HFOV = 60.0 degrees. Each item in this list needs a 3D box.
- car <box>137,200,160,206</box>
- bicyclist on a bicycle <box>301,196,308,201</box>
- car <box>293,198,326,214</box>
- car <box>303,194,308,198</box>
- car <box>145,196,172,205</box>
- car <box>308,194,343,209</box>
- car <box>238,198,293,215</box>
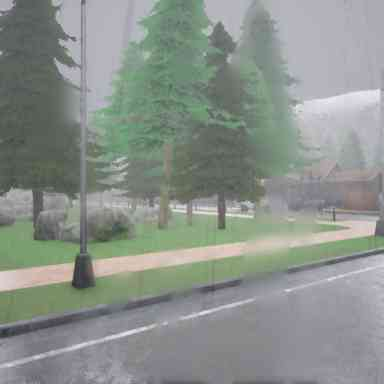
[{"bbox_3d":[-7.631,1.333,54.186,2.097,1.767,4.553,0,0,-40],"label":"car"},{"bbox_3d":[13.214,1.261,39.182,1.656,1.620,0.582,0,0,-37],"label":"bicyclist on a bicycle"},{"bbox_3d":[11.288,1.582,35.493,1.895,1.301,4.718,0,0,-37],"label":"car"},{"bbox_3d":[15.556,1.155,44.502,3.866,1.878,1.905,0,0,-37],"label":"car"},{"bbox_3d":[-5.870,1.474,57.586,2.128,1.511,4.902,0,0,-41],"label":"car"},{"bbox_3d":[17.375,1.153,42.723,4.605,1.855,1.932,0,0,-37],"label":"car"},{"bbox_3d":[7.280,1.203,34.618,2.150,2.045,5.566,0,0,-37],"label":"car"}]
